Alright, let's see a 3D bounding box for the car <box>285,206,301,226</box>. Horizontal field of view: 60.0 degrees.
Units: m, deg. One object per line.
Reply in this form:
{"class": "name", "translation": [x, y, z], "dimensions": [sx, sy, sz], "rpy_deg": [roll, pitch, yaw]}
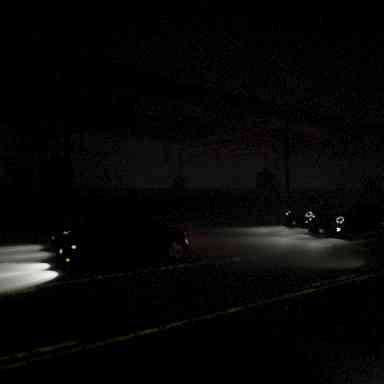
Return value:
{"class": "car", "translation": [8.218, 1.351, 21.830], "dimensions": [4.553, 1.767, 2.097], "rpy_deg": [0, 0, -33]}

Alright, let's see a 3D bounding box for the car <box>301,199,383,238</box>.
{"class": "car", "translation": [8.281, 1.351, 17.701], "dimensions": [4.553, 1.767, 2.097], "rpy_deg": [0, 0, -33]}

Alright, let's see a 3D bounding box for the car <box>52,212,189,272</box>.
{"class": "car", "translation": [-2.186, 1.563, 10.903], "dimensions": [4.181, 1.385, 1.994], "rpy_deg": [0, 0, -33]}

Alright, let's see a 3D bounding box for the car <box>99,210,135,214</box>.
{"class": "car", "translation": [-3.455, 1.526, 14.255], "dimensions": [4.674, 1.442, 1.812], "rpy_deg": [0, 0, -33]}
